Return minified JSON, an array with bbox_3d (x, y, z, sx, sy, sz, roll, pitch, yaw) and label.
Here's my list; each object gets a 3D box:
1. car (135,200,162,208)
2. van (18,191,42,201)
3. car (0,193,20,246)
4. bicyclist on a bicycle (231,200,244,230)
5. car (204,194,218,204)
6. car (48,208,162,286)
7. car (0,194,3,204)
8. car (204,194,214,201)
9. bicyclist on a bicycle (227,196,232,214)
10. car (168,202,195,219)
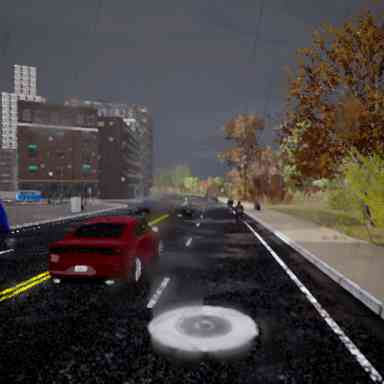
[{"bbox_3d":[-4.017,1.433,31.196,2.033,1.411,5.357,0,0,3],"label":"car"},{"bbox_3d":[-27.431,0.673,56.093,3.998,1.788,1.690,1,-1,-27],"label":"van"},{"bbox_3d":[-8.645,1.175,11.290,2.150,2.045,5.566,0,0,5],"label":"car"},{"bbox_3d":[2.727,1.386,19.198,0.582,1.620,1.656,0,0,4],"label":"bicyclist on a bicycle"},{"bbox_3d":[3.642,1.268,59.547,2.128,1.511,4.902,0,0,1],"label":"car"},{"bbox_3d":[-2.106,1.442,9.418,1.882,1.535,5.008,0,0,5],"label":"car"},{"bbox_3d":[-28.661,0.928,46.010,4.206,1.307,1.802,1,-1,-27],"label":"car"},{"bbox_3d":[3.618,1.197,73.183,1.882,1.535,5.008,0,0,-1],"label":"car"},{"bbox_3d":[3.364,1.268,29.098,0.659,1.776,1.843,0,0,3],"label":"bicyclist on a bicycle"},{"bbox_3d":[-0.768,1.501,27.693,1.895,1.301,4.718,0,0,3],"label":"car"}]
